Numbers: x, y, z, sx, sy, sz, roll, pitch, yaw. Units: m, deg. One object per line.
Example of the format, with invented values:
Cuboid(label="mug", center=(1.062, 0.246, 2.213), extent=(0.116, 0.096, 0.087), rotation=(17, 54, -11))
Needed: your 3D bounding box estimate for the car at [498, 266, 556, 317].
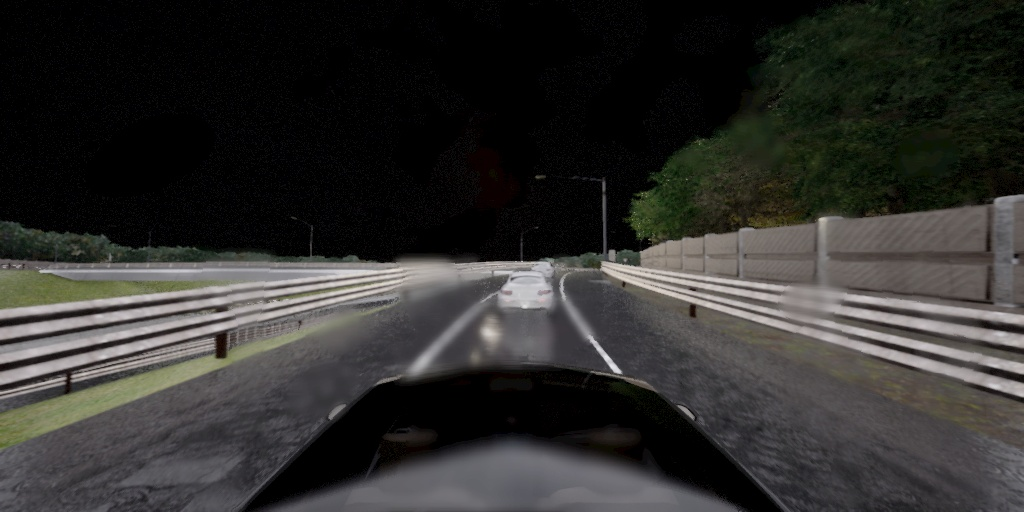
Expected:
Cuboid(label="car", center=(0.574, 1.249, 13.032), extent=(1.812, 1.442, 4.674), rotation=(0, 0, 4))

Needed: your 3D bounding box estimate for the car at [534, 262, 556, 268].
Cuboid(label="car", center=(2.626, 1.206, 29.749), extent=(1.812, 1.442, 4.674), rotation=(-1, 0, 10))
